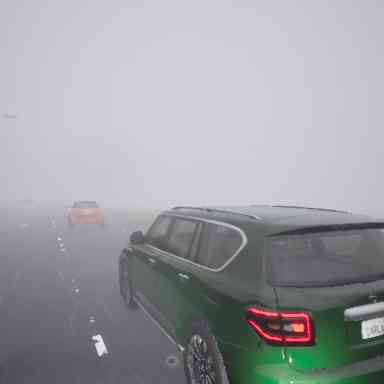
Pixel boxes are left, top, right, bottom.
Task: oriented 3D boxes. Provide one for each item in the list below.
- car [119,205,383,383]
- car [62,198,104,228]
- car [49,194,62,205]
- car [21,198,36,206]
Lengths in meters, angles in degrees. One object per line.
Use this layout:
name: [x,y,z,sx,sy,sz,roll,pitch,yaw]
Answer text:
car: [0.416,1.219,5.214,2.150,2.045,5.566,0,0,-24]
car: [-7.276,1.336,22.211,2.097,1.767,4.553,0,0,-24]
car: [-24.323,1.543,59.849,1.812,1.442,4.674,0,0,-24]
car: [-27.624,1.610,56.285,1.895,1.301,4.718,0,0,-18]
